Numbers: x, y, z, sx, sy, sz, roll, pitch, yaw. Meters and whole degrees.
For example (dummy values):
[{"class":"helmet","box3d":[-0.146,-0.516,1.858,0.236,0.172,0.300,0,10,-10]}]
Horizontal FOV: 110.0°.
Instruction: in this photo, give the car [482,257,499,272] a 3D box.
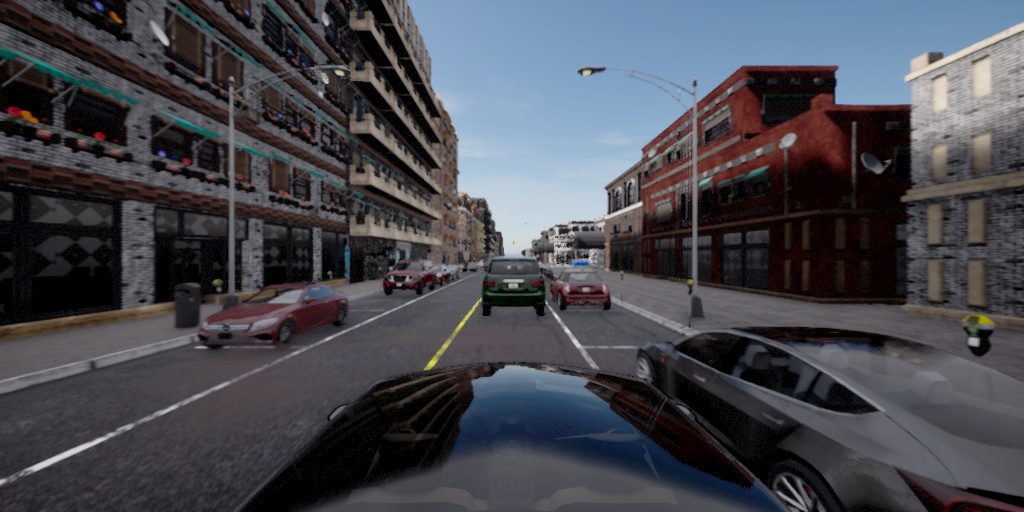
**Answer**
[{"class":"car","box3d":[-3.070,1.220,53.114,2.150,2.045,5.566,0,-1,0]}]

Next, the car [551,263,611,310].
[{"class":"car","box3d":[2.690,1.247,14.905,1.967,1.591,4.097,0,0,0]}]

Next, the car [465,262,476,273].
[{"class":"car","box3d":[-5.691,1.540,49.088,1.948,1.339,4.313,0,0,0]}]

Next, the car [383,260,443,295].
[{"class":"car","box3d":[-5.690,1.147,20.605,2.192,1.841,5.009,0,0,0]}]

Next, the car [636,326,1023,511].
[{"class":"car","box3d":[2.691,1.323,3.512,1.948,1.339,4.313,0,0,0]}]

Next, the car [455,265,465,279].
[{"class":"car","box3d":[-5.690,1.437,31.999,2.007,1.370,4.403,0,0,0]}]

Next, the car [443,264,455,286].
[{"class":"car","box3d":[-5.690,1.299,26.302,1.967,1.591,4.097,0,0,0]}]

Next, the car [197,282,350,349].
[{"class":"car","box3d":[-5.690,1.364,9.211,1.802,1.307,4.207,0,0,0]}]

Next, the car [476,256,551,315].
[{"class":"car","box3d":[0.066,1.026,13.936,2.150,2.045,5.566,0,0,0]}]
